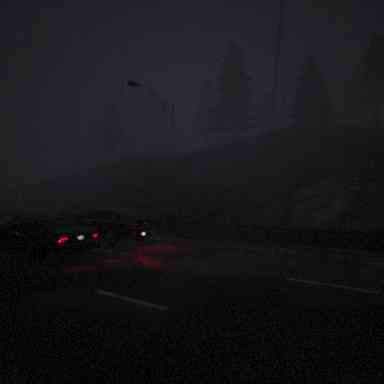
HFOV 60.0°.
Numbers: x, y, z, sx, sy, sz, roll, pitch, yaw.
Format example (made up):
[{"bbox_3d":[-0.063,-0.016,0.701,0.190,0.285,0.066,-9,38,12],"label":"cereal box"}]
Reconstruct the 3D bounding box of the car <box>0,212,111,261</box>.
[{"bbox_3d":[-5.688,1.549,12.338,5.357,1.411,2.033,0,0,35],"label":"car"}]

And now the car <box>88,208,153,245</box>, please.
[{"bbox_3d":[-4.016,1.500,15.448,4.892,1.490,1.837,0,0,35],"label":"car"}]
